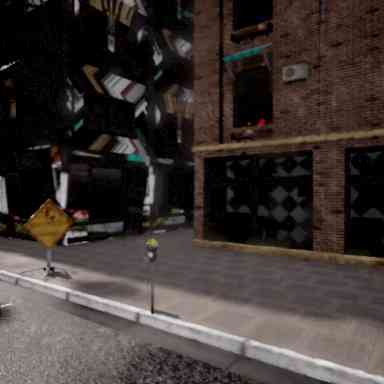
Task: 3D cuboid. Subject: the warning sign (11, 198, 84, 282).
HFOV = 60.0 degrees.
[{"bbox_3d":[-3.569,1.088,8.293,1.060,1.860,1.300,0,0,35],"label":"warning sign"}]
